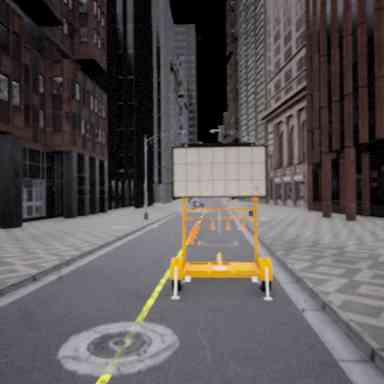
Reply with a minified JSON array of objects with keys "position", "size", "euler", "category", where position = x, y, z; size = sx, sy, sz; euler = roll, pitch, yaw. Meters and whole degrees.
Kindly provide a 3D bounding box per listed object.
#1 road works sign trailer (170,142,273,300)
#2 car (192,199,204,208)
[{"position":[0.711,0.549,8.611],"size":[2.380,3.560,2.880],"euler":[-1,-1,4],"category":"road works sign trailer"},{"position":[1.041,1.977,57.063],"size":[2.128,1.511,4.902],"euler":[-1,0,4],"category":"car"}]
